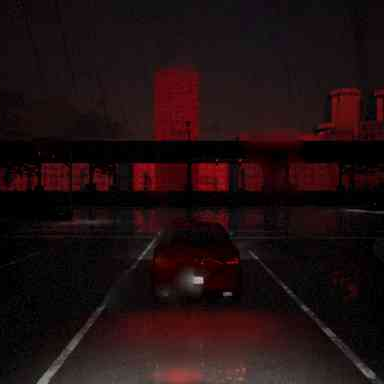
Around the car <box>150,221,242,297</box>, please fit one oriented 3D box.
[{"bbox_3d":[0.095,1.478,8.616,1.882,1.535,5.008,0,0,0],"label":"car"}]

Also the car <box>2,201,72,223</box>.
[{"bbox_3d":[-11.568,1.476,25.006,5.008,1.535,1.882,0,0,4],"label":"car"}]

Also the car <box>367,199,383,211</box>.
[{"bbox_3d":[22.728,1.403,38.406,4.674,1.442,1.812,-1,0,1],"label":"car"}]
